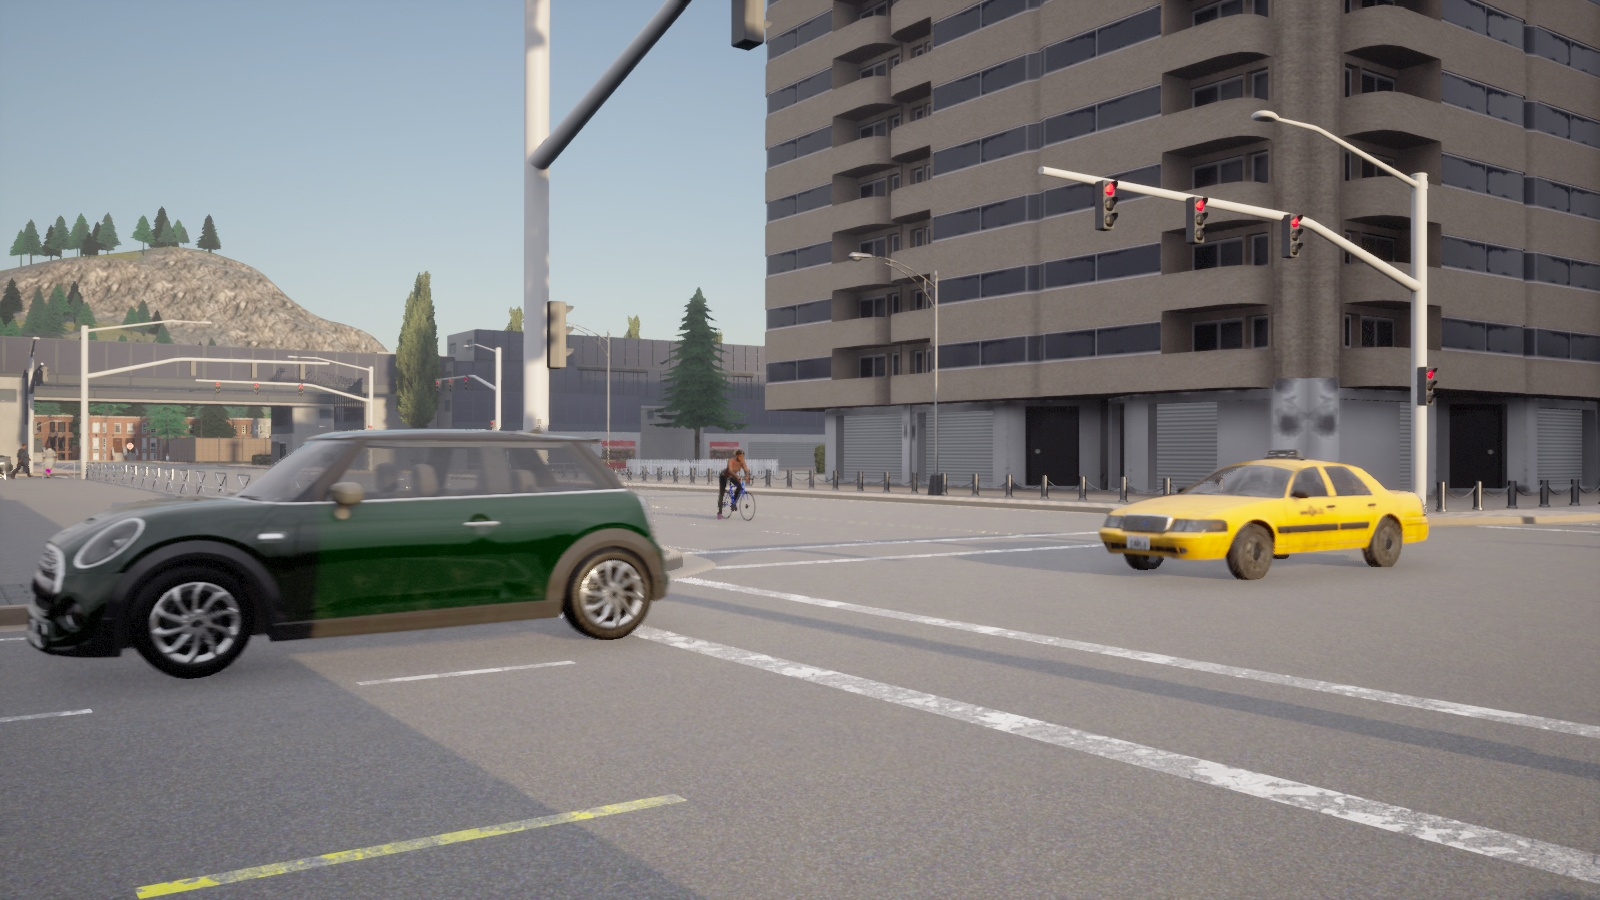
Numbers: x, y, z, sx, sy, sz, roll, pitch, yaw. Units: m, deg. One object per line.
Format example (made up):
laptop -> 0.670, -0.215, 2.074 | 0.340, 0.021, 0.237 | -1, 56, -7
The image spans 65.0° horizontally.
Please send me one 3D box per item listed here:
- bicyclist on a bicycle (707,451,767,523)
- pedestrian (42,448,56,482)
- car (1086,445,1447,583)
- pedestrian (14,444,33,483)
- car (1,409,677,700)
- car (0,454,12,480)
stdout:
bicyclist on a bicycle -> -1.467, 0.827, 28.998 | 0.582, 1.620, 1.656 | 0, 0, -35
pedestrian -> -43.077, 0.846, 72.023 | 0.659, 1.952, 0.873 | 0, 0, -32
car -> 6.331, 0.739, 16.713 | 5.366, 1.575, 1.801 | 0, 0, -36
pedestrian -> -39.147, 0.697, 63.316 | 0.788, 1.949, 0.423 | 0, 0, -33
car -> -3.469, 0.635, 9.777 | 4.553, 1.767, 2.097 | 0, 0, -35
car -> -49.231, 1.033, 74.139 | 4.514, 1.525, 2.007 | 0, 0, -34
